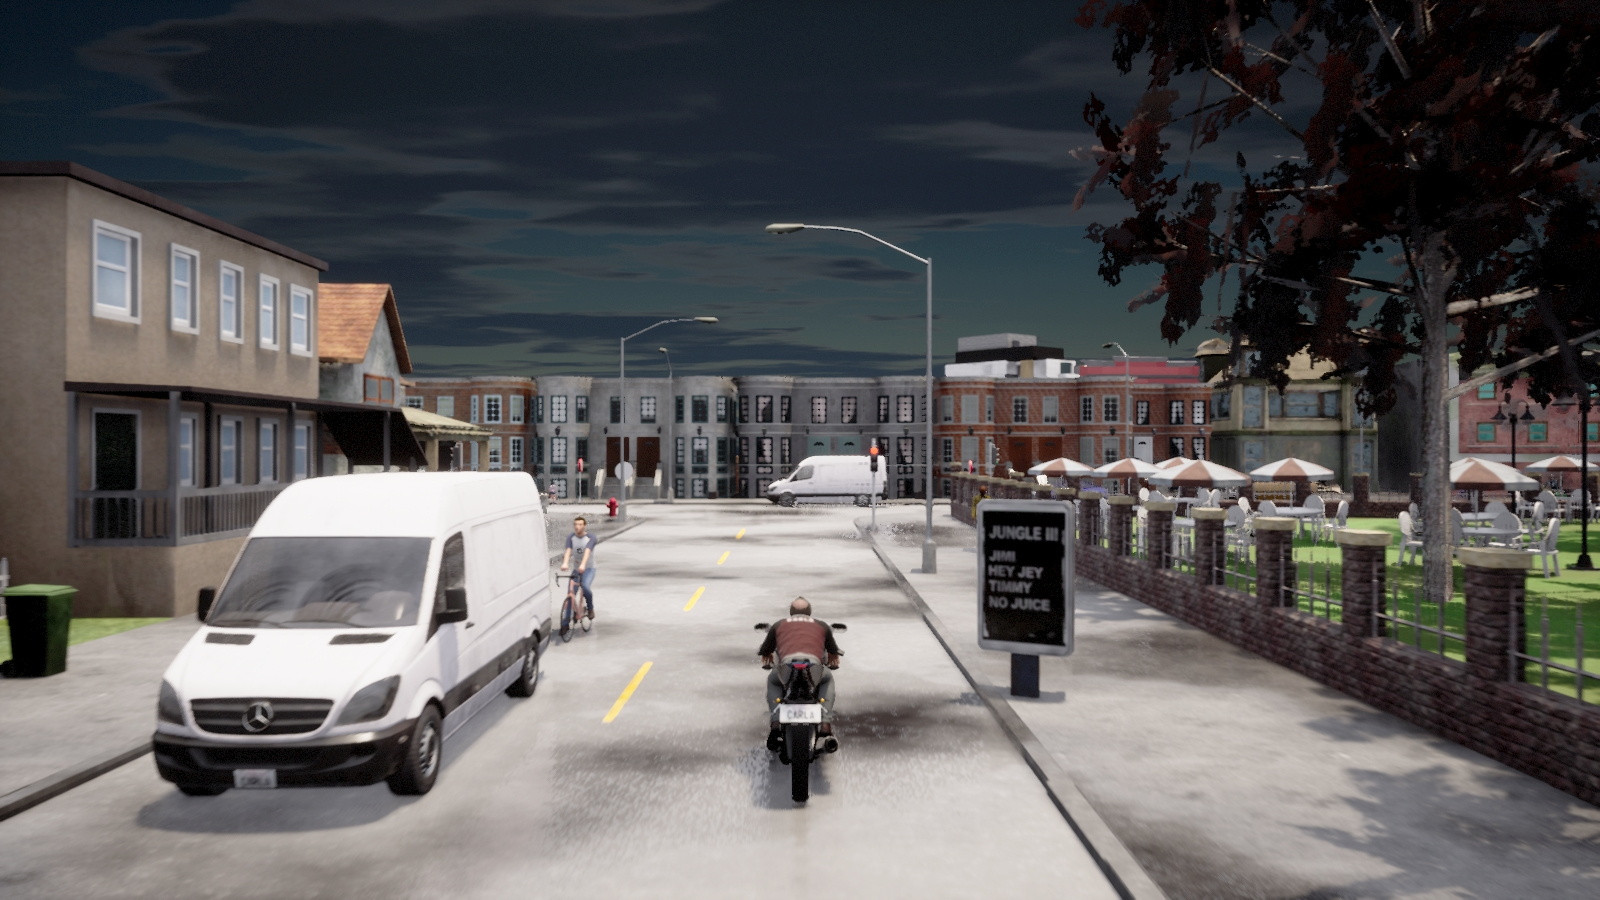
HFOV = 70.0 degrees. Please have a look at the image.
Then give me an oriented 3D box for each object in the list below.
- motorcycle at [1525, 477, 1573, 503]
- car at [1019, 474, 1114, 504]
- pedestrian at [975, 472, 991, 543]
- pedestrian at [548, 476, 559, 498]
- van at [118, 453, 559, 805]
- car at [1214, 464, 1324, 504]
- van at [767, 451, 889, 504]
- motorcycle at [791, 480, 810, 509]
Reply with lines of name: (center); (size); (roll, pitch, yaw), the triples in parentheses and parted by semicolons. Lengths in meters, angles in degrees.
motorcycle: (36.874, 1.972, 56.242); (1.805, 1.236, 0.856); (0, 0, 2)
car: (13.095, 1.908, 56.323); (4.181, 1.385, 1.994); (0, 0, 0)
pedestrian: (4.872, 1.530, 30.421); (0.375, 1.860, 0.375); (0, 0, 2)
pedestrian: (-12.661, 1.913, 58.774); (0.500, 1.100, 0.500); (0, 0, -6)
van: (-3.997, 1.316, 11.306); (1.988, 2.561, 5.915); (0, 0, 0)
car: (23.045, 1.654, 56.253); (4.605, 1.855, 1.932); (0, 0, 1)
van: (1.344, 1.323, 56.332); (5.915, 2.561, 1.988); (0, 0, 0)
motorcycle: (0.024, 1.993, 51.649); (0.867, 1.251, 2.209); (0, 0, 0)
